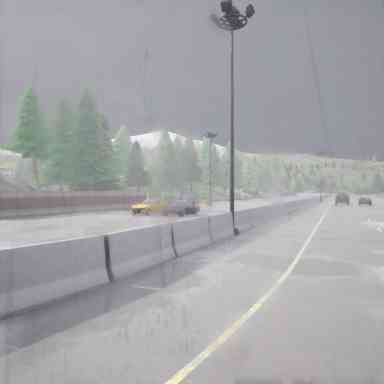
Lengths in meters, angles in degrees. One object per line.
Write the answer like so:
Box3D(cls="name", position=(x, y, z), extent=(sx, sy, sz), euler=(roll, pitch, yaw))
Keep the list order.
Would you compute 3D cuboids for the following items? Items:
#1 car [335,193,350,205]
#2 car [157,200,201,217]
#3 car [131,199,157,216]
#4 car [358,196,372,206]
Box3D(cls="car", position=(25.911, 1.221, 57.363), extent=(2.150, 2.045, 5.566), euler=(0, 0, 24))
Box3D(cls="car", position=(-0.904, 1.590, 31.488), extent=(2.033, 1.411, 5.357), euler=(0, 0, 24))
Box3D(cls="car", position=(-4.130, 1.488, 32.847), extent=(1.882, 1.535, 5.008), euler=(0, 0, 24))
Box3D(cls="car", position=(29.398, 1.491, 56.597), extent=(2.128, 1.511, 4.902), euler=(0, 0, 24))
